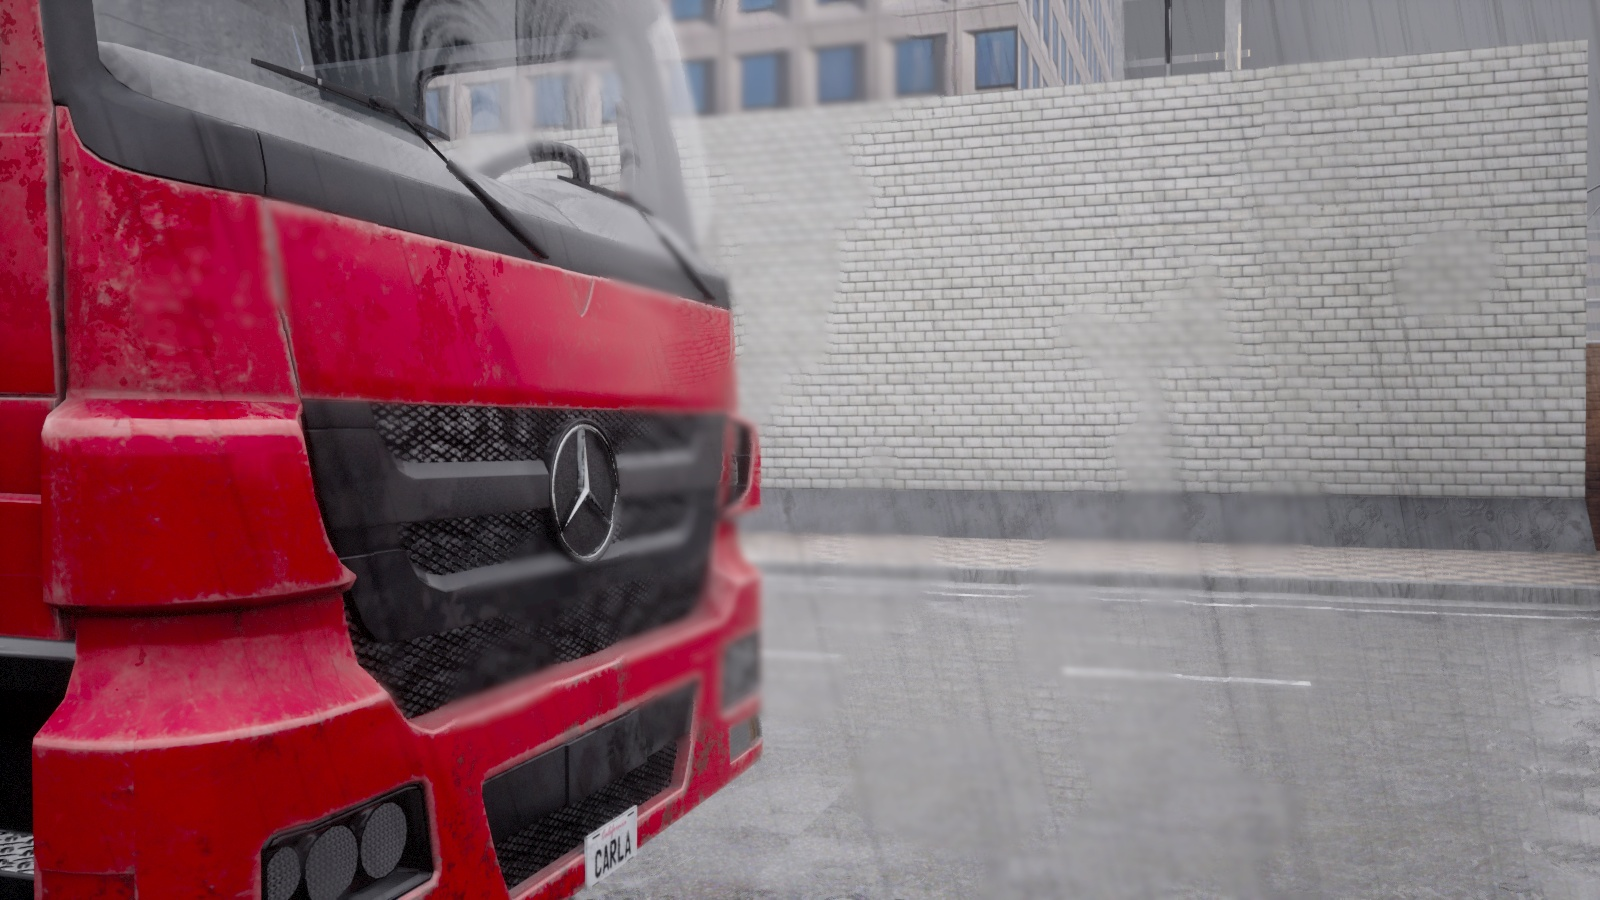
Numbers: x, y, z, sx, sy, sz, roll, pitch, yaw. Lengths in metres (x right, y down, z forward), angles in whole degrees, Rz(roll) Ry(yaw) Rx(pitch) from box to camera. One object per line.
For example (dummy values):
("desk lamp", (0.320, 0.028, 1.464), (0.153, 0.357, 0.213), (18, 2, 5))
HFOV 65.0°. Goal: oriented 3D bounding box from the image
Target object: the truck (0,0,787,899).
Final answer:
("truck", (-4.275, -0.245, 4.614), (7.936, 3.462, 2.891), (1, 1, 19))
